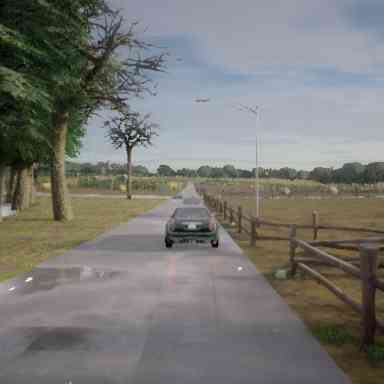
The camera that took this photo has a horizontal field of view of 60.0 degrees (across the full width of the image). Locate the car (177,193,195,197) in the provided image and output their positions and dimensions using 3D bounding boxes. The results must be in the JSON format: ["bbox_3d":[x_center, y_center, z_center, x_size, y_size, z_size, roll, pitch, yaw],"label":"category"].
[{"bbox_3d":[0.001,1.172,29.631,2.097,1.767,4.553,0,1,0],"label":"car"}]

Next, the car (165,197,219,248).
[{"bbox_3d":[0.000,1.307,14.626,2.097,1.767,4.553,0,0,0],"label":"car"}]

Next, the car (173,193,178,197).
[{"bbox_3d":[-2.749,0.866,66.671,1.994,1.385,4.181,0,1,0],"label":"car"}]
